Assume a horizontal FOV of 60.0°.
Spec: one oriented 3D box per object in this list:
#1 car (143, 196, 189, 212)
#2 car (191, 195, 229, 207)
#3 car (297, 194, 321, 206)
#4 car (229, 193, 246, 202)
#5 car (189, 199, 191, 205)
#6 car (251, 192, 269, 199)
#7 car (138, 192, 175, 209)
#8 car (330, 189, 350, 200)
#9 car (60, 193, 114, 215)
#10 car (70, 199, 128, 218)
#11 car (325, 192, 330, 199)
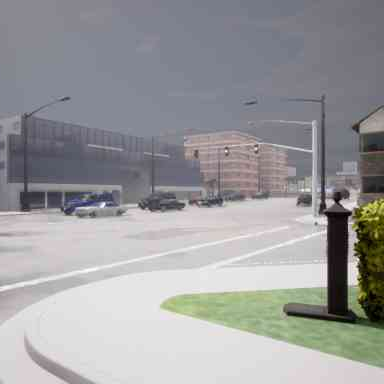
[{"bbox_3d":[-2.826,1.493,37.210,1.895,1.301,4.718,0,1,35],"label":"car"},{"bbox_3d":[2.443,1.217,44.727,2.128,1.511,4.902,0,1,35],"label":"car"},{"bbox_3d":[15.615,1.027,44.881,1.837,1.490,4.892,0,2,35],"label":"car"},{"bbox_3d":[7.544,0.901,58.079,2.033,1.411,5.357,0,1,35],"label":"car"},{"bbox_3d":[1.423,1.247,49.370,1.895,1.301,4.718,0,2,35],"label":"car"},{"bbox_3d":[13.714,0.733,66.763,2.033,1.411,5.357,0,0,36],"label":"car"},{"bbox_3d":[-4.180,1.072,41.378,2.150,2.045,5.566,0,1,36],"label":"car"},{"bbox_3d":[28.510,0.390,63.286,2.150,2.045,5.566,0,0,35],"label":"car"},{"bbox_3d":[-10.120,1.171,32.903,2.150,2.045,5.566,0,0,35],"label":"car"},{"bbox_3d":[-8.083,1.555,29.706,1.895,1.301,4.718,0,0,35],"label":"car"},{"bbox_3d":[27.455,0.710,67.993,1.812,1.442,4.674,0,-1,35],"label":"car"}]
